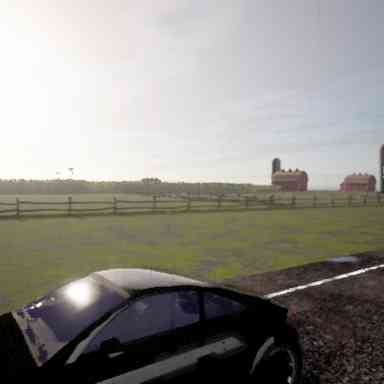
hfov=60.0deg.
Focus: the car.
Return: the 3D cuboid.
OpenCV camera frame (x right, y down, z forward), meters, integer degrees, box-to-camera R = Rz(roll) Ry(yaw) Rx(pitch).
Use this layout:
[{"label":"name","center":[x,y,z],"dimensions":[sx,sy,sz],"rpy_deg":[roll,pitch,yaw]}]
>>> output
[{"label":"car","center":[-0.773,1.567,3.430],"dimensions":[4.181,1.385,1.994],"rpy_deg":[0,0,-35]}]
